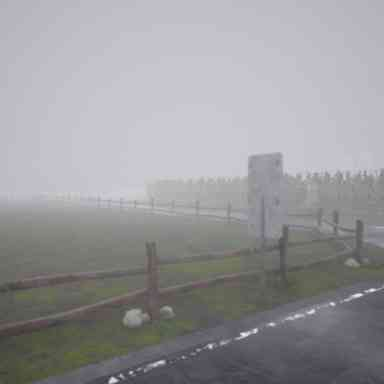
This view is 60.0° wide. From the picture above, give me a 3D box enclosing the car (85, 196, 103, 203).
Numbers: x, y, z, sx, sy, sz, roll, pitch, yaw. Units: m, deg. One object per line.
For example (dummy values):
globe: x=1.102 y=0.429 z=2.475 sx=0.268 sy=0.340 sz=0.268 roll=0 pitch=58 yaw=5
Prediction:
car: x=-18.251 y=1.309 z=61.688 sx=1.895 sy=1.301 sz=4.718 roll=1 pitch=0 yaw=-35
